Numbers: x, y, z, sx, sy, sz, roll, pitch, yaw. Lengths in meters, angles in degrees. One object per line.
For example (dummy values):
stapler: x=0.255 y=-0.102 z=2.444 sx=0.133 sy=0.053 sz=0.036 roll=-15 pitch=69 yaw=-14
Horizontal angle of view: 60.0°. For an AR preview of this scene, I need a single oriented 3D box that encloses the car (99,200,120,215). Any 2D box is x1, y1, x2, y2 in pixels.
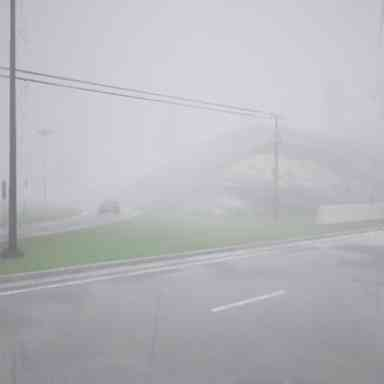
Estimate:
car: x=-8.497 y=1.560 z=34.446 sx=1.994 sy=1.385 sz=4.181 roll=0 pitch=0 yaw=-10
